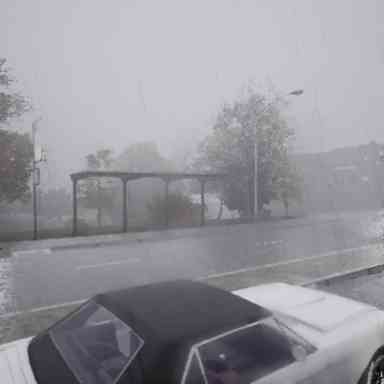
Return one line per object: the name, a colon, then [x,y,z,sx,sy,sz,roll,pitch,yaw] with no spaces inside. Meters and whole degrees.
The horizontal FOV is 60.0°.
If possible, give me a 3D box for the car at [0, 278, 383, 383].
car: [0.176,1.599,3.257,4.718,1.301,1.895,0,0,-35]
